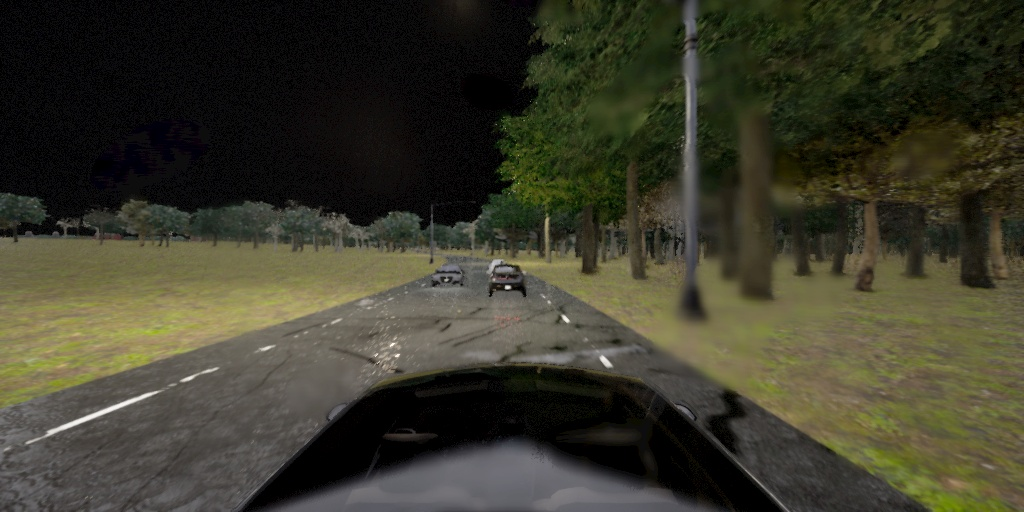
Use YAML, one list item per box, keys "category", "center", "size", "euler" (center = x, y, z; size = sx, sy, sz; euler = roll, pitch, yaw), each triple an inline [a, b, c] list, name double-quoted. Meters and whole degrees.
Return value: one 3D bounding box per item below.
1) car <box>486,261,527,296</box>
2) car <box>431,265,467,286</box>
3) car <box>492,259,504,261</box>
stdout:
- category: "car"
  center: [-0.277, 1.174, 18.729]
  size: [1.837, 1.490, 4.892]
  euler: [0, 0, -2]
- category: "car"
  center: [-4.080, 1.262, 23.762]
  size: [1.994, 1.385, 4.181]
  euler: [0, 0, -3]
- category: "car"
  center: [-1.411, 1.072, 36.669]
  size: [1.812, 1.442, 4.674]
  euler: [0, 1, -5]
